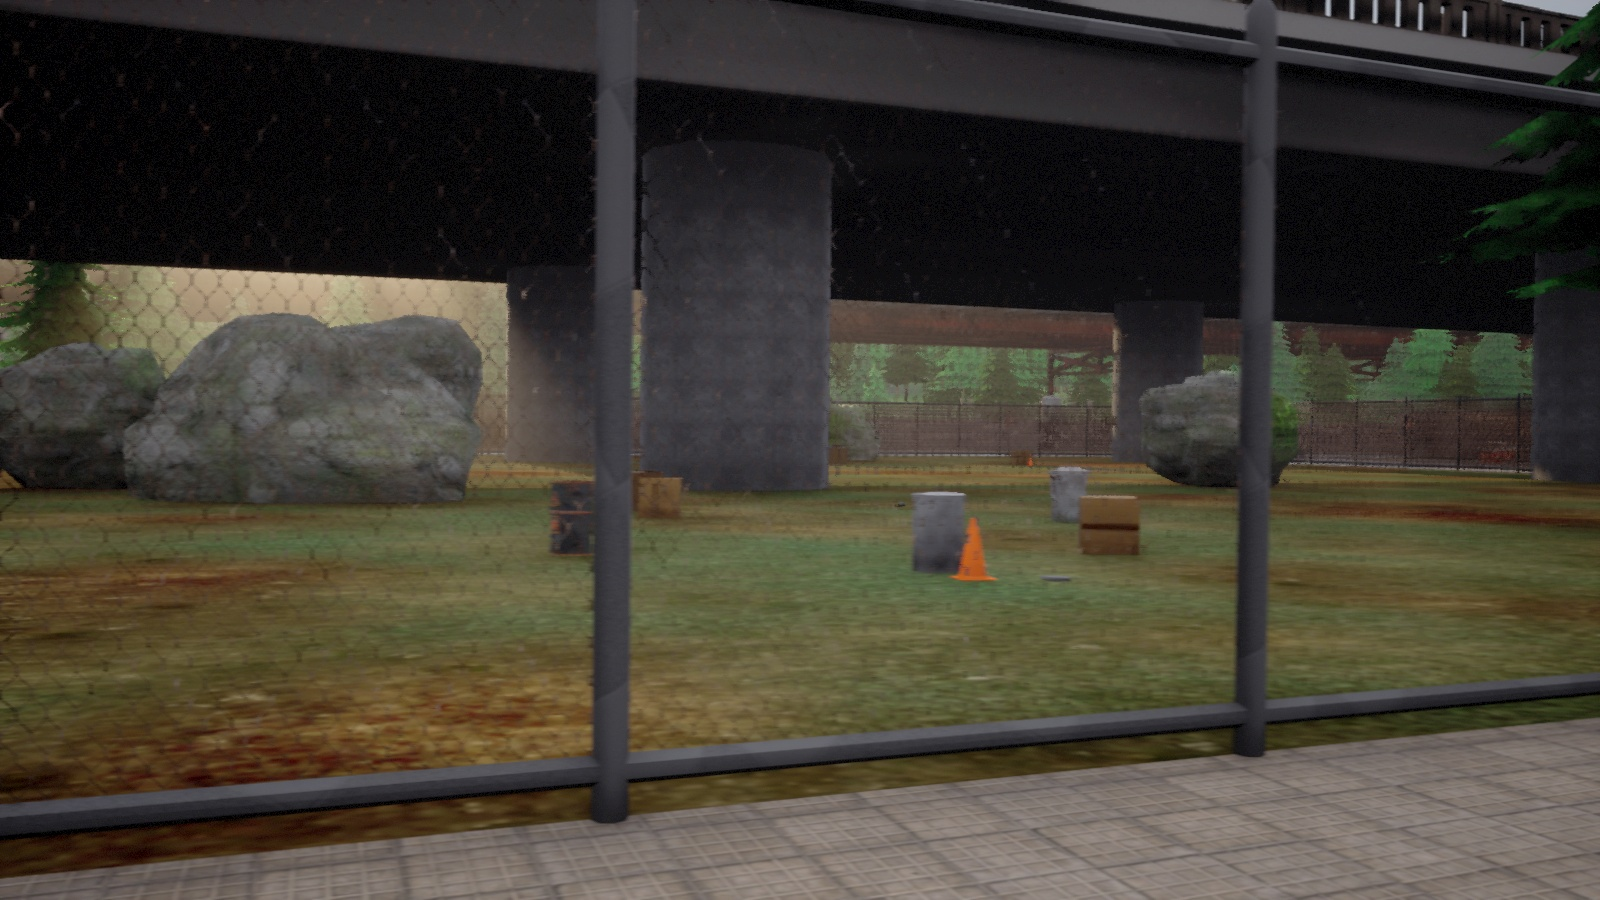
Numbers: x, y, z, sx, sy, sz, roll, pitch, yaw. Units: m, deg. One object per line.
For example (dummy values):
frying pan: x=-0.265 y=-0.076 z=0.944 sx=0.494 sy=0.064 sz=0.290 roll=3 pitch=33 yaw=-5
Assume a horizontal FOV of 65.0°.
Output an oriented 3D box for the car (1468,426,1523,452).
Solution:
car: x=38.090 y=-0.623 z=68.778 sx=1.481 sy=1.376 sz=2.207 roll=-1 pitch=1 yaw=-21
